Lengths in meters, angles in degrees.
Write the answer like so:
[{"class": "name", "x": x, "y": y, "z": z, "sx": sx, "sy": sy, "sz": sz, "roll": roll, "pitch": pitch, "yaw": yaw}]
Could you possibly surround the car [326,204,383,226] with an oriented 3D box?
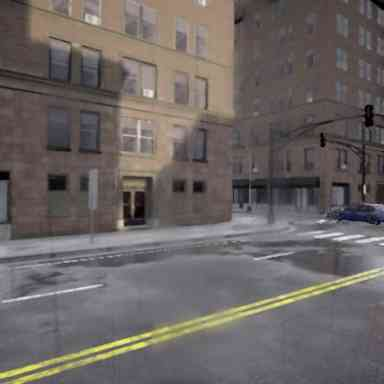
[{"class": "car", "x": 11.900, "y": 1.500, "z": 22.954, "sx": 2.033, "sy": 1.411, "sz": 5.357, "roll": 1, "pitch": 0, "yaw": -25}]
